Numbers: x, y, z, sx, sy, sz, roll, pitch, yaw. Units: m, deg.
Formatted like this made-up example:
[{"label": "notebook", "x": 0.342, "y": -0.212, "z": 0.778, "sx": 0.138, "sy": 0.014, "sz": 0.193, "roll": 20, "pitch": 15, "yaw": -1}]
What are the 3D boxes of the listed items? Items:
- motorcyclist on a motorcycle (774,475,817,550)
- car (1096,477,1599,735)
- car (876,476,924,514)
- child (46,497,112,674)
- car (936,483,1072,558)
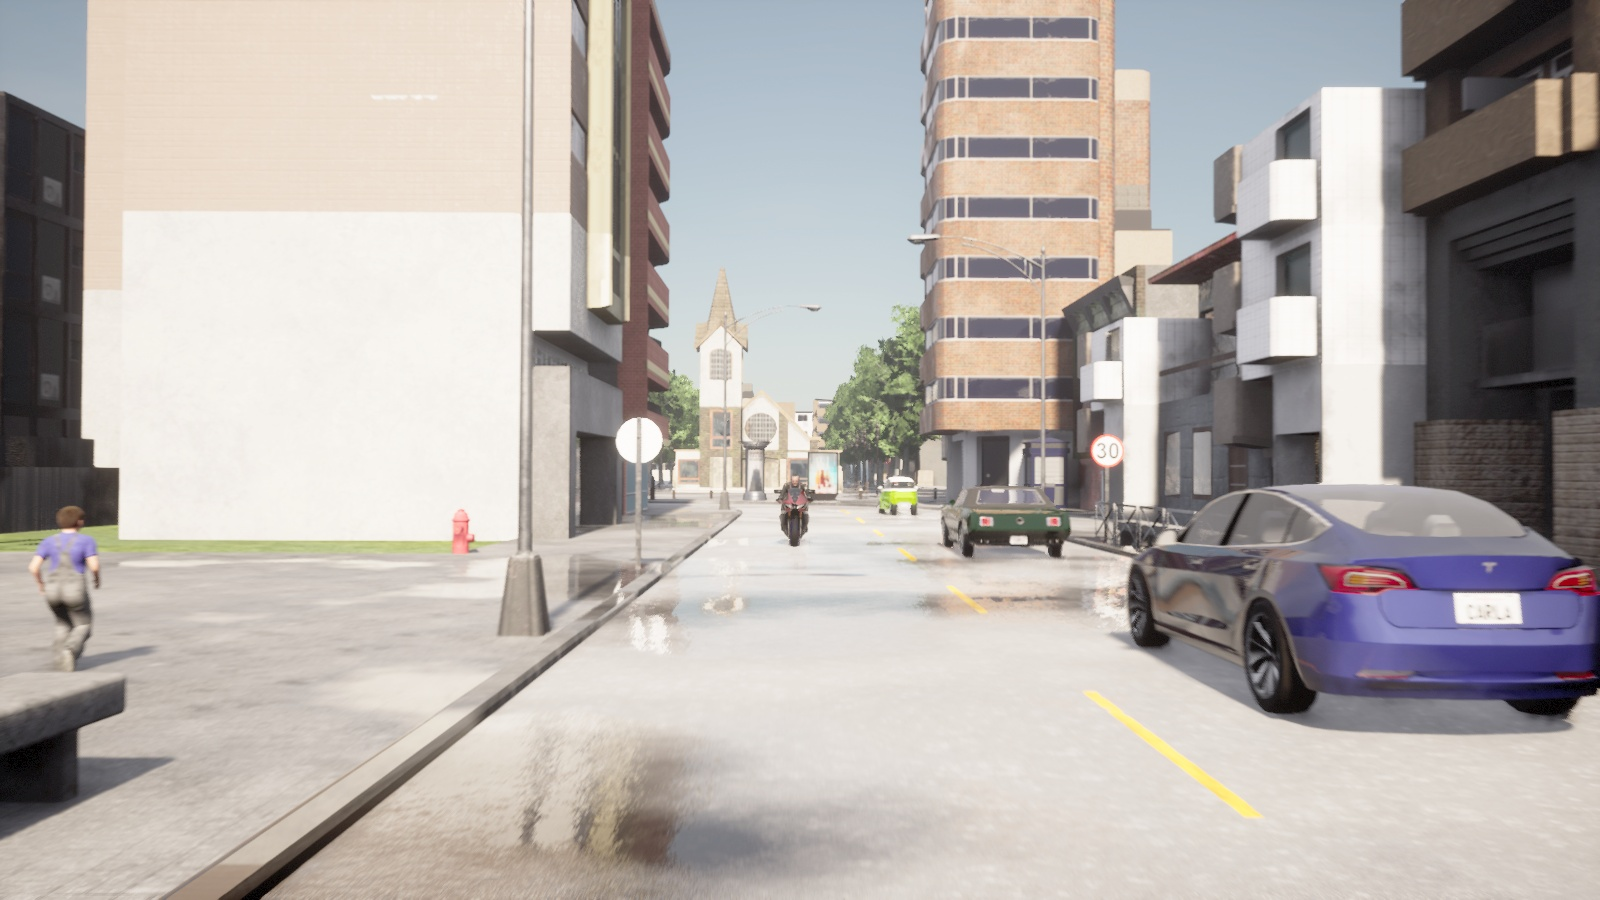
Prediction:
[{"label": "motorcyclist on a motorcycle", "x": -0.102, "y": 1.305, "z": 26.785, "sx": 0.866, "sy": 1.530, "sz": 2.191, "roll": 0, "pitch": -1, "yaw": 0}, {"label": "car", "x": 3.965, "y": 0.965, "z": 9.790, "sx": 2.163, "sy": 1.488, "sz": 4.792, "roll": 0, "pitch": -1, "yaw": 0}, {"label": "car", "x": 3.674, "y": 1.641, "z": 46.315, "sx": 1.481, "sy": 1.376, "sz": 2.207, "roll": 0, "pitch": -1, "yaw": -4}, {"label": "child", "x": -5.310, "y": 0.983, "z": 9.257, "sx": 0.270, "sy": 1.263, "sz": 0.437, "roll": 0, "pitch": -1, "yaw": -7}, {"label": "car", "x": 3.906, "y": 1.321, "z": 24.800, "sx": 1.895, "sy": 1.301, "sz": 4.718, "roll": 0, "pitch": -1, "yaw": 0}]
